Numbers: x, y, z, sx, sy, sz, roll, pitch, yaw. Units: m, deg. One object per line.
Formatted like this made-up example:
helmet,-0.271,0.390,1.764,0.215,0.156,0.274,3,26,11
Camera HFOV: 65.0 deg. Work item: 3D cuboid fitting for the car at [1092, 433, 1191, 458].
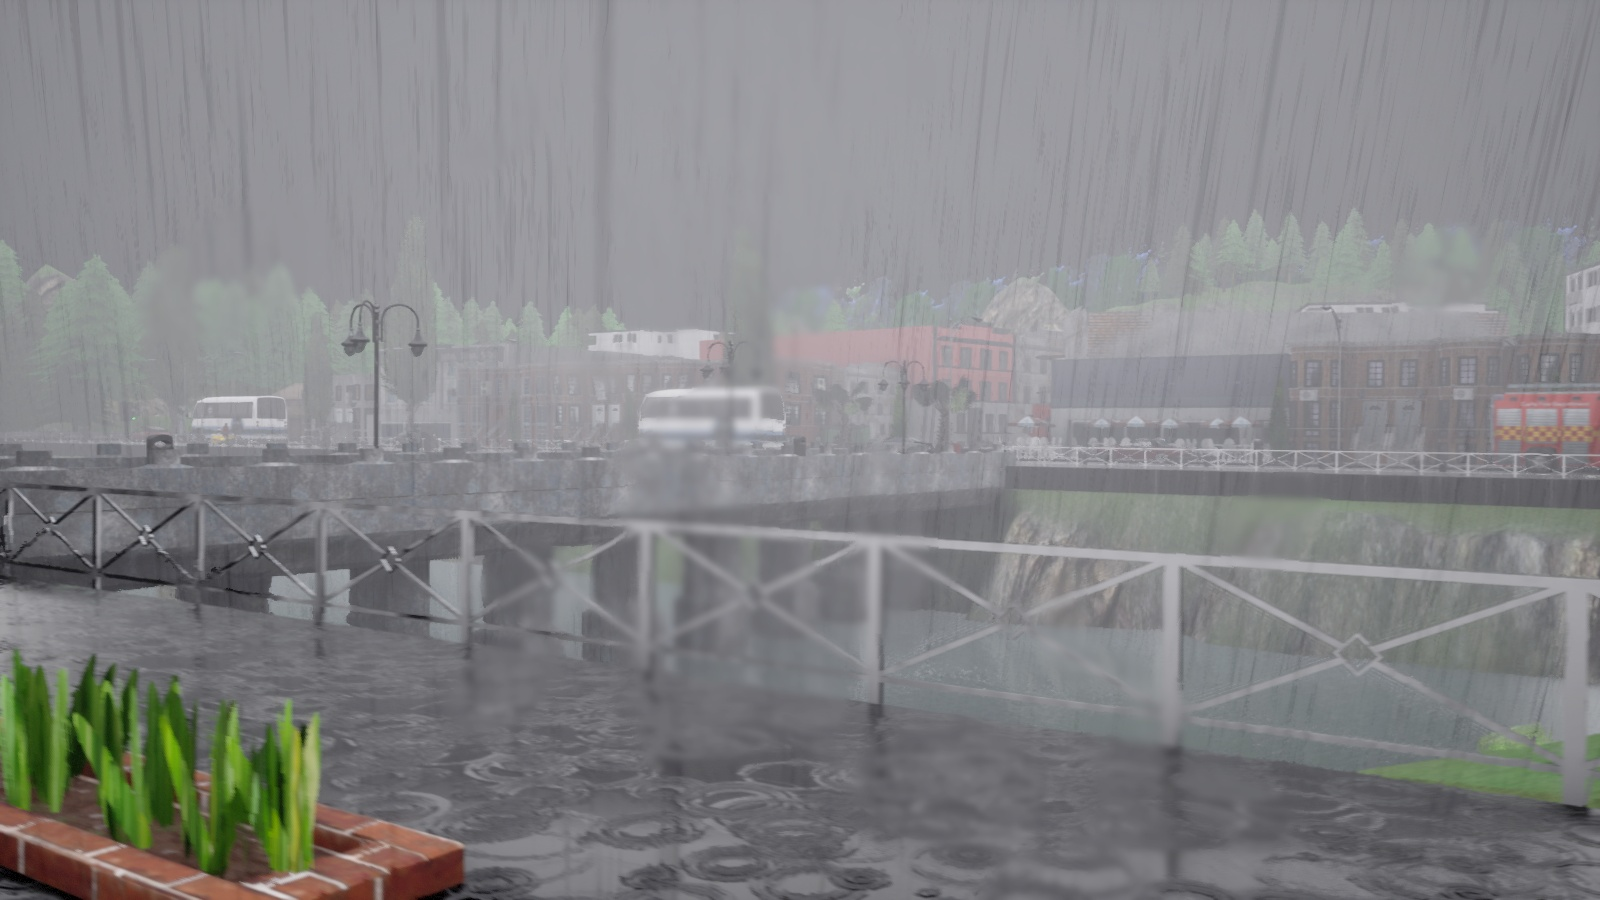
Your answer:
car,18.009,-0.236,66.308,4.718,1.301,1.895,0,1,34

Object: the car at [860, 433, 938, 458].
car,5.861,-0.273,74.371,4.181,1.385,1.994,0,1,34

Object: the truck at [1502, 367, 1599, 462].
truck,33.558,-1.436,51.157,8.468,3.827,2.891,0,1,34

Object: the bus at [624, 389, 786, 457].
bus,-6.306,-1.713,82.433,10.273,4.253,3.944,0,1,34
